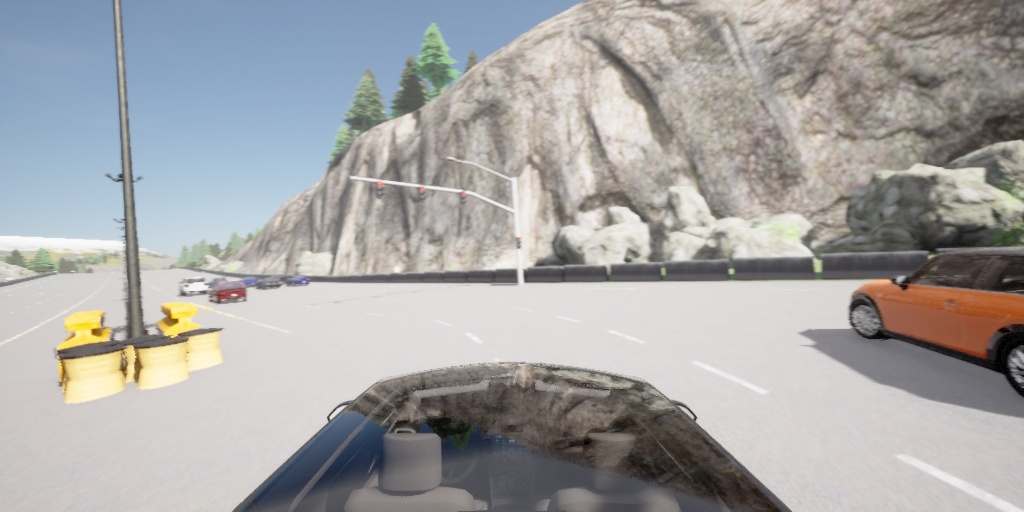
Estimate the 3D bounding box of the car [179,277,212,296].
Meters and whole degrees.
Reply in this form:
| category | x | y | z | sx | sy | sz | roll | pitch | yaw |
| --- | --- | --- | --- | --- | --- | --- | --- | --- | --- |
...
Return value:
| category | x | y | z | sx | sy | sz | roll | pitch | yaw |
| --- | --- | --- | --- | --- | --- | --- | --- | --- | --- |
| car | -37.360 | 3.529 | 42.071 | 5.566 | 2.045 | 2.150 | -3 | 1 | 43 |

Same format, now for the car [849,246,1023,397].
| category | x | y | z | sx | sy | sz | roll | pitch | yaw |
| --- | --- | --- | --- | --- | --- | --- | --- | --- | --- |
| car | 7.087 | 0.636 | 5.085 | 2.097 | 1.767 | 4.553 | -4 | -1 | 19 |

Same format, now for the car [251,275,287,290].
| category | x | y | z | sx | sy | sz | roll | pitch | yaw |
| --- | --- | --- | --- | --- | --- | --- | --- | --- | --- |
| car | -31.085 | 3.480 | 45.783 | 5.357 | 1.411 | 2.033 | -3 | 0 | 43 |

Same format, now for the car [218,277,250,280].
| category | x | y | z | sx | sy | sz | roll | pitch | yaw |
| --- | --- | --- | --- | --- | --- | --- | --- | --- | --- |
| car | -33.759 | 3.618 | 43.492 | 4.674 | 1.442 | 1.812 | -3 | 0 | 43 |

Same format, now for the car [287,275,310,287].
| category | x | y | z | sx | sy | sz | roll | pitch | yaw |
| --- | --- | --- | --- | --- | --- | --- | --- | --- | --- |
| car | -29.017 | 3.331 | 48.633 | 4.674 | 1.442 | 1.812 | -3 | 0 | 43 |

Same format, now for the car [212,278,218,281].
| category | x | y | z | sx | sy | sz | roll | pitch | yaw |
| --- | --- | --- | --- | --- | --- | --- | --- | --- | --- |
| car | -41.087 | 3.836 | 50.262 | 4.553 | 1.767 | 2.097 | -3 | 0 | 43 |

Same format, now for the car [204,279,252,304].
| category | x | y | z | sx | sy | sz | roll | pitch | yaw |
| --- | --- | --- | --- | --- | --- | --- | --- | --- | --- |
| car | -22.722 | 2.906 | 28.643 | 5.008 | 1.535 | 1.882 | -4 | 0 | 43 |
